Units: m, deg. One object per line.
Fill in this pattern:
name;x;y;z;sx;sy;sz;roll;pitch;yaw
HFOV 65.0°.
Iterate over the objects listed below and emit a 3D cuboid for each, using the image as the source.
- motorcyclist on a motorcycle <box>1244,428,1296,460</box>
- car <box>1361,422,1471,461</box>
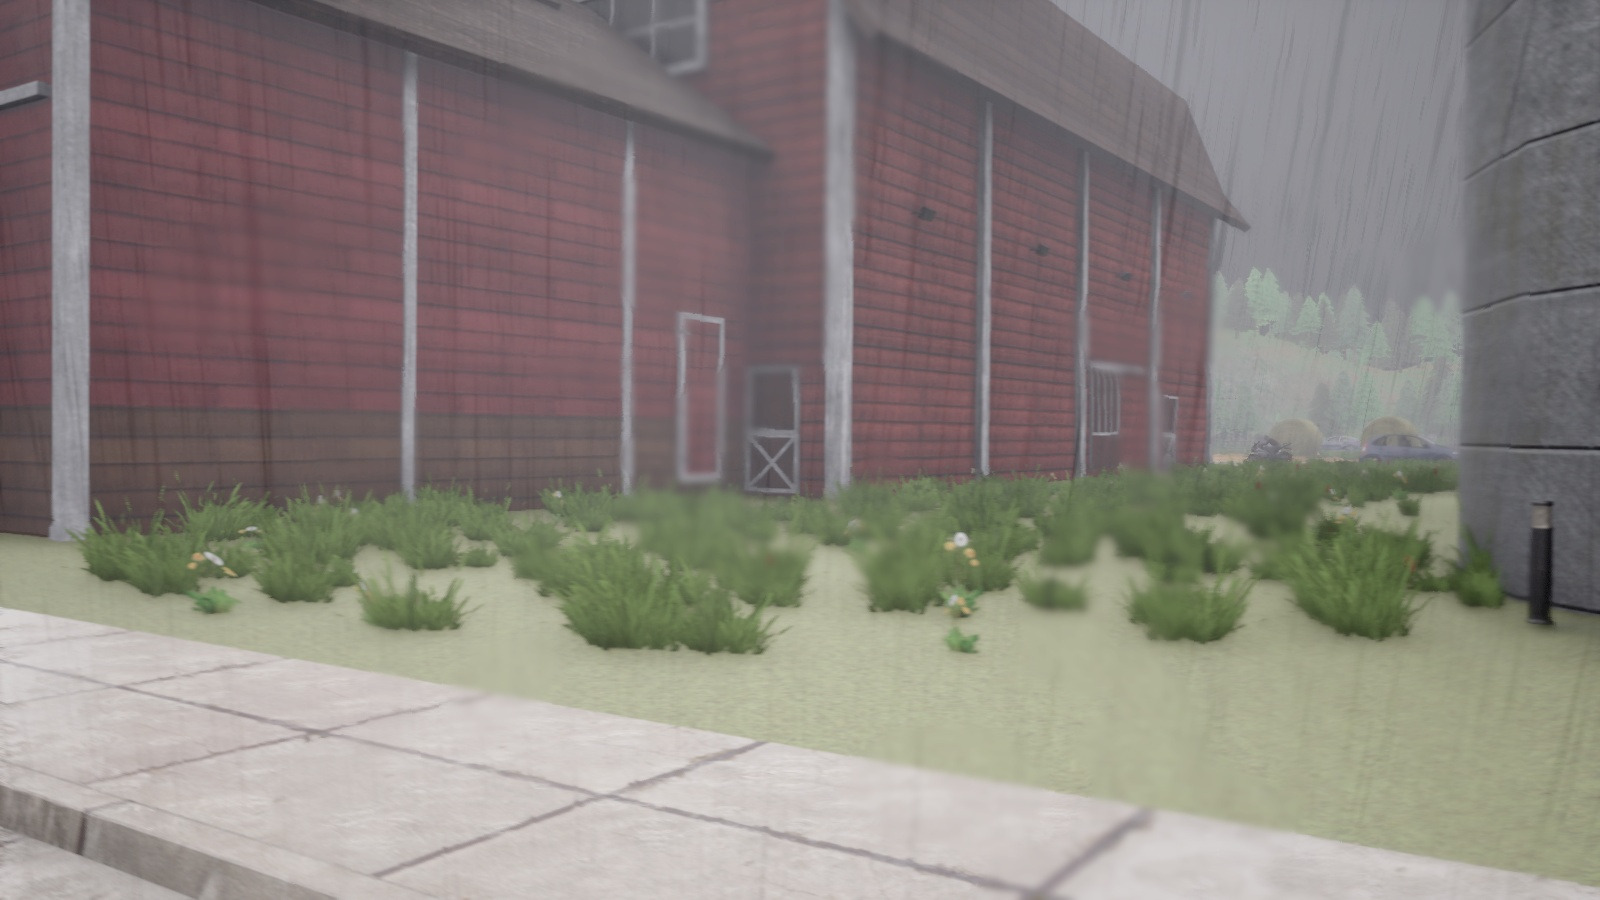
motorcyclist on a motorcycle;22.464;-0.296;60.016;2.191;1.530;0.866;0;1;34
car;26.174;-0.362;53.351;3.988;1.617;1.851;0;1;34
